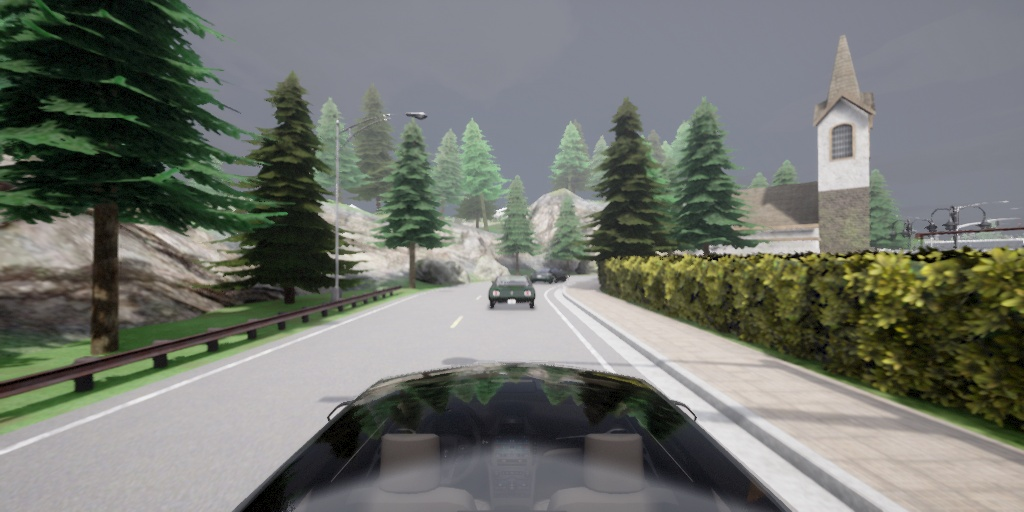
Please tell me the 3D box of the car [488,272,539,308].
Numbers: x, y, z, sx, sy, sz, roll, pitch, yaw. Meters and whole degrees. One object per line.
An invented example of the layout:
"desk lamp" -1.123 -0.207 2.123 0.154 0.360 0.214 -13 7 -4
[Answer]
"car" 0.013 1.486 15.962 1.895 1.301 4.718 0 -1 0

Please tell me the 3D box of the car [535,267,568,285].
"car" 3.131 1.580 29.751 1.994 1.385 4.181 0 -1 29
